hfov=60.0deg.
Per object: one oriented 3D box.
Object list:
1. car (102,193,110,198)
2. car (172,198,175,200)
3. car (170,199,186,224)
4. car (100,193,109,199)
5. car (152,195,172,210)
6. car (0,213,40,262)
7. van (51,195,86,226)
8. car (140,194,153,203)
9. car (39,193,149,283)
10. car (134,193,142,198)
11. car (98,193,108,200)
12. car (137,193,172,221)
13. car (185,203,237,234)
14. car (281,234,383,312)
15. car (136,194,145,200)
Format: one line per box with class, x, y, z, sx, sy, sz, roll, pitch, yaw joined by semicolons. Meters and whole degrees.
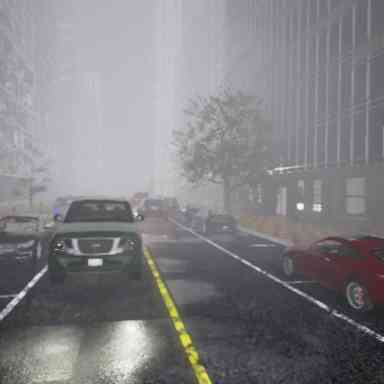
car;-23.017;0.869;89.168;1.887;1.381;4.507;1;0;-12
car;-2.518;1.306;35.400;1.967;1.590;4.097;1;0;-13
car;-0.057;1.492;24.285;2.008;1.369;4.403;1;0;-12
car;-20.555;0.997;78.053;1.802;1.307;4.206;1;0;-12
car;-3.750;1.268;40.957;1.967;1.590;4.097;1;0;-12
car;-5.776;1.439;11.359;2.008;1.369;4.403;1;0;-13
van;-8.235;1.161;22.474;1.690;1.788;3.998;1;0;-12
car;-8.677;1.212;63.188;1.887;1.381;4.507;1;0;-13
car;-2.702;1.160;9.936;2.150;2.045;5.566;1;0;-13
car;-14.834;1.011;90.974;1.947;1.339;4.313;1;0;-12
car;-19.322;1.004;72.495;1.887;1.381;4.507;1;0;-12
car;-3.158;1.239;26.177;2.097;1.767;4.553;1;0;-12
car;1.175;1.527;18.727;2.008;1.369;4.403;1;0;-12
car;3.637;1.623;7.612;1.802;1.307;4.206;1;0;-12
car;-12.372;1.102;79.860;1.947;1.339;4.313;1;0;-12
